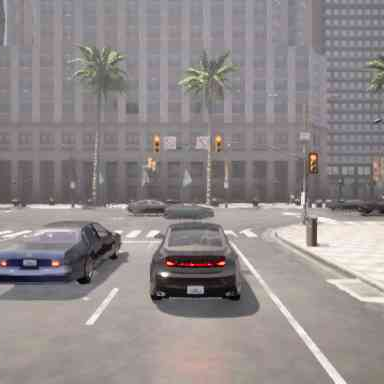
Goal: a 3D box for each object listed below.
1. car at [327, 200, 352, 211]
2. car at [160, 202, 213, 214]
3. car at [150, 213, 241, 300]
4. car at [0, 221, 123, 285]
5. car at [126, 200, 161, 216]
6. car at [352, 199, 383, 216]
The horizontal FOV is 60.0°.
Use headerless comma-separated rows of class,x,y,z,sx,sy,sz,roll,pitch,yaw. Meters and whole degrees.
car,18.217,1.583,38.437,4.718,1.301,1.895,0,0,0
car,-0.253,1.551,27.788,4.181,1.385,1.994,0,0,0
car,0.075,1.501,8.359,1.837,1.490,4.892,0,0,0
car,-3.422,1.543,9.553,2.033,1.411,5.357,0,0,0
car,-3.672,1.473,31.299,4.902,1.511,2.128,0,0,0
car,18.230,1.463,31.238,5.008,1.535,1.882,0,0,0
